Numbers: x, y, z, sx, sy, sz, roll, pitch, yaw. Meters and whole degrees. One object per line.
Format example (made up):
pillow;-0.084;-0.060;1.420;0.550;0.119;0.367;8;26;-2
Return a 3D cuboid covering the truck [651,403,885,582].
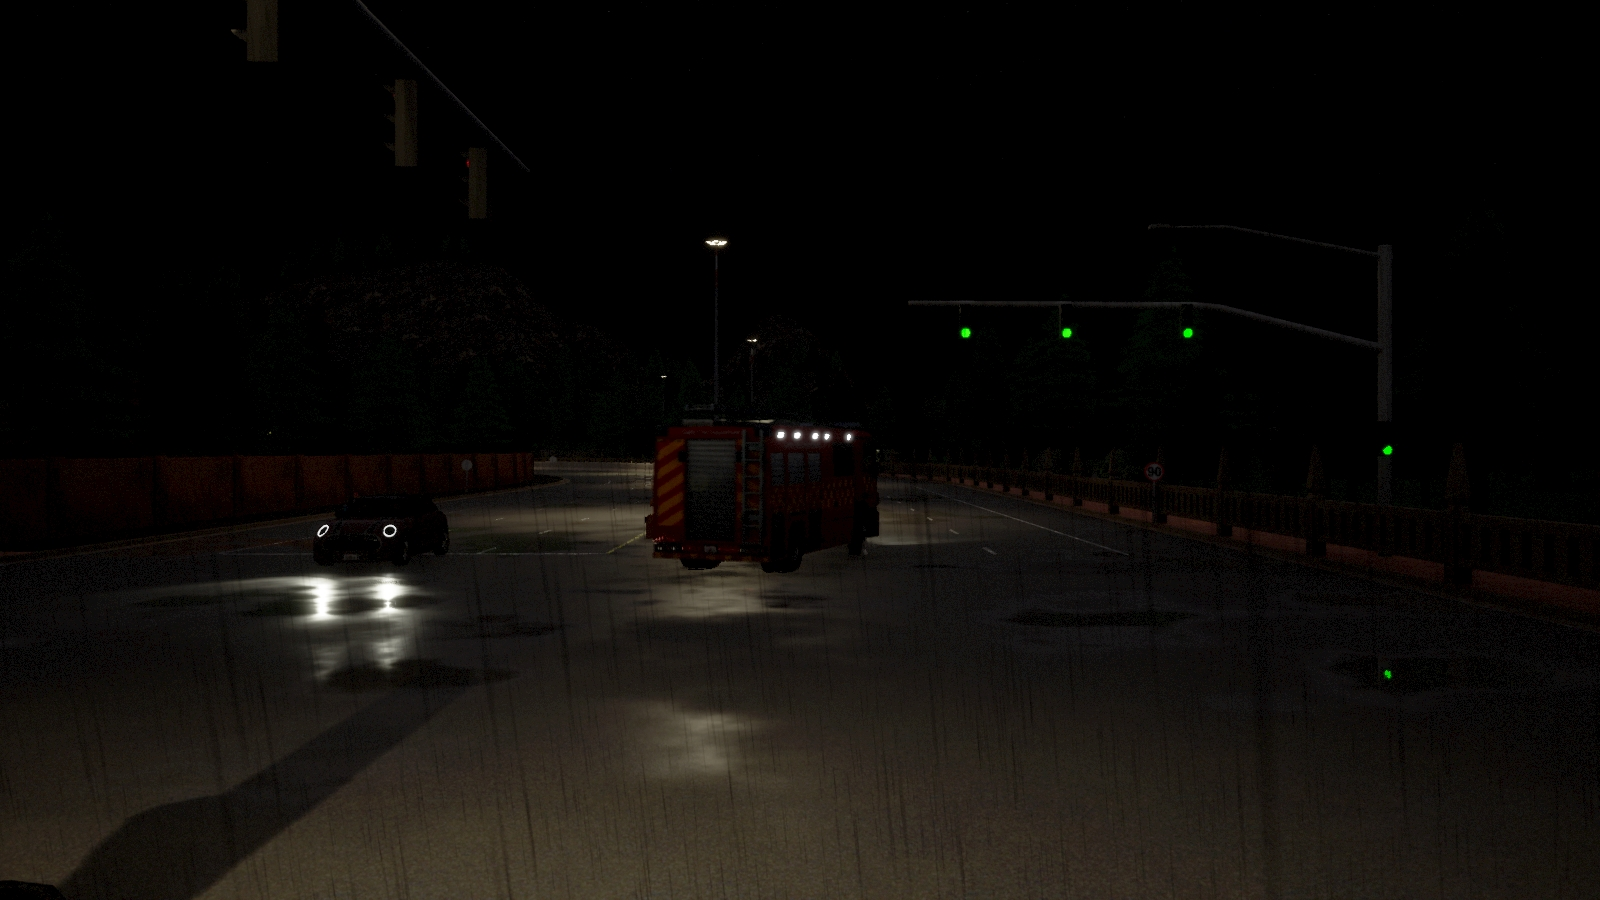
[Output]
truck;-0.445;0.892;28.881;2.891;3.827;8.468;0;0;21

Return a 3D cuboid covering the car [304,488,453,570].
car;-10.504;1.907;28.857;2.097;1.767;4.553;0;0;0
